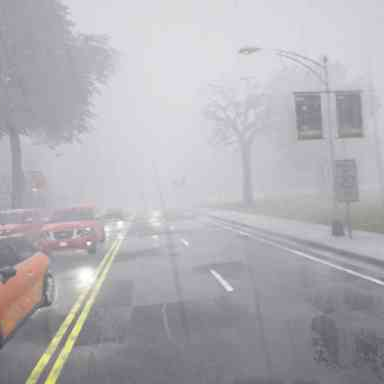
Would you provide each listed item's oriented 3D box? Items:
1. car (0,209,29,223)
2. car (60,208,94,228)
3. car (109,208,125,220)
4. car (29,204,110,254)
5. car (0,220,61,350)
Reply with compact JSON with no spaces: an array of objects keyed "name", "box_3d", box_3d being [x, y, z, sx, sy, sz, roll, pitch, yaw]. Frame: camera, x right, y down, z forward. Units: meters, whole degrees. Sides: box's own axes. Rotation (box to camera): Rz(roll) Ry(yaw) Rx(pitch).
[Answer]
[{"name":"car","box_3d":[-8.758,1.890,16.222,2.150,2.045,5.566,-4,-1,-9]},{"name":"car","box_3d":[-11.079,2.416,32.330,2.128,1.511,4.902,-4,0,-8]},{"name":"car","box_3d":[-8.270,2.364,35.687,1.895,1.301,4.718,-4,0,-8]},{"name":"car","box_3d":[-5.377,1.654,15.516,2.150,2.045,5.566,-4,0,-9]},{"name":"car","box_3d":[-3.874,1.633,5.481,2.097,1.767,4.553,-4,0,-9]}]
